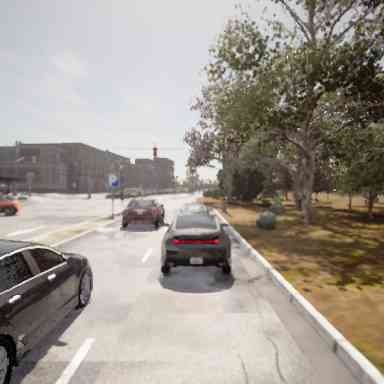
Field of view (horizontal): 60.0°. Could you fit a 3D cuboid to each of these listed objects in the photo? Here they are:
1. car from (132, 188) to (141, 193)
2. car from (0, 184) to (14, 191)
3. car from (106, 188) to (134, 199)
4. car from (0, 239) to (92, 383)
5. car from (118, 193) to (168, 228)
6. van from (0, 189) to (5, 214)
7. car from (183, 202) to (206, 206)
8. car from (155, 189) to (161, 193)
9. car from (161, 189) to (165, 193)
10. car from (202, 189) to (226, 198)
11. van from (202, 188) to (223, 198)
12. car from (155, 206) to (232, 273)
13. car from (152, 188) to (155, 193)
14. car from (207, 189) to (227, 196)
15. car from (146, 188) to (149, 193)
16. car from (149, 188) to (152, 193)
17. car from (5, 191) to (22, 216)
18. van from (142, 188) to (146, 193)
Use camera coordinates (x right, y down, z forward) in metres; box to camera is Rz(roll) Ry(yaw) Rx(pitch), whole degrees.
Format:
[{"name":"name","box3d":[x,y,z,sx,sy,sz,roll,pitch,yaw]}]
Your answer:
[{"name":"car","box3d":[-13.817,0.483,68.128,5.366,1.575,1.946,-1,0,-15]},{"name":"car","box3d":[-31.179,-0.547,55.987,2.002,1.452,4.674,6,-2,-19]},{"name":"car","box3d":[-14.461,0.563,65.137,4.792,1.488,2.163,-1,1,-15]},{"name":"car","box3d":[-2.900,1.448,4.755,1.837,1.490,4.892,0,1,0]},{"name":"car","box3d":[-2.840,1.129,20.397,2.097,1.767,4.553,0,1,0]},{"name":"van","box3d":[-16.608,0.999,24.355,4.442,1.987,1.878,-1,0,-19]},{"name":"car","box3d":[0.151,1.327,19.966,2.033,1.411,5.357,0,1,1]},{"name":"car","box3d":[-11.475,0.270,89.070,4.674,1.452,2.002,-1,1,-12]},{"name":"car","box3d":[-11.026,-0.060,92.072,5.566,2.045,2.435,-1,0,-12]},{"name":"car","box3d":[4.649,0.278,70.703,4.553,1.767,2.185,0,1,-14]},{"name":"van","box3d":[4.266,0.215,67.732,4.442,1.987,1.878,0,1,-14]},{"name":"car","box3d":[0.106,1.385,10.270,1.837,1.490,4.892,0,0,0]},{"name":"car","box3d":[-12.289,0.344,83.088,4.674,1.452,2.002,-1,0,-13]},{"name":"car","box3d":[6.436,0.086,85.402,4.553,1.767,2.185,0,1,-12]},{"name":"car","box3d":[-13.032,0.380,77.091,4.892,1.521,2.231,-1,0,-14]},{"name":"car","box3d":[-12.660,0.381,80.087,4.674,1.452,2.002,-1,1,-13]},{"name":"car","box3d":[-16.634,1.070,27.333,4.553,1.767,2.185,-1,1,-19]},{"name":"van","box3d":[-13.259,0.188,74.117,4.442,1.987,1.878,-1,0,-14]}]
